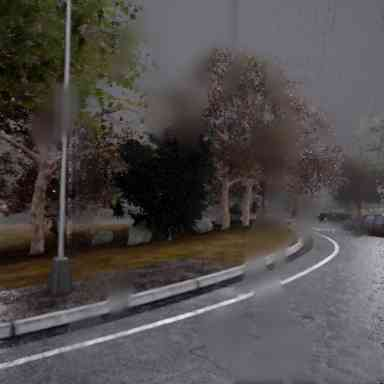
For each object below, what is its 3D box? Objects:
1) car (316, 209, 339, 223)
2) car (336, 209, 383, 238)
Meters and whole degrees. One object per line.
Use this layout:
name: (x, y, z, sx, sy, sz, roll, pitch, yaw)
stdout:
car: (14.131, 2.333, 33.179, 1.895, 1.301, 4.718, 0, -1, 41)
car: (10.870, 1.951, 18.534, 2.033, 1.411, 5.357, 2, -1, -15)
